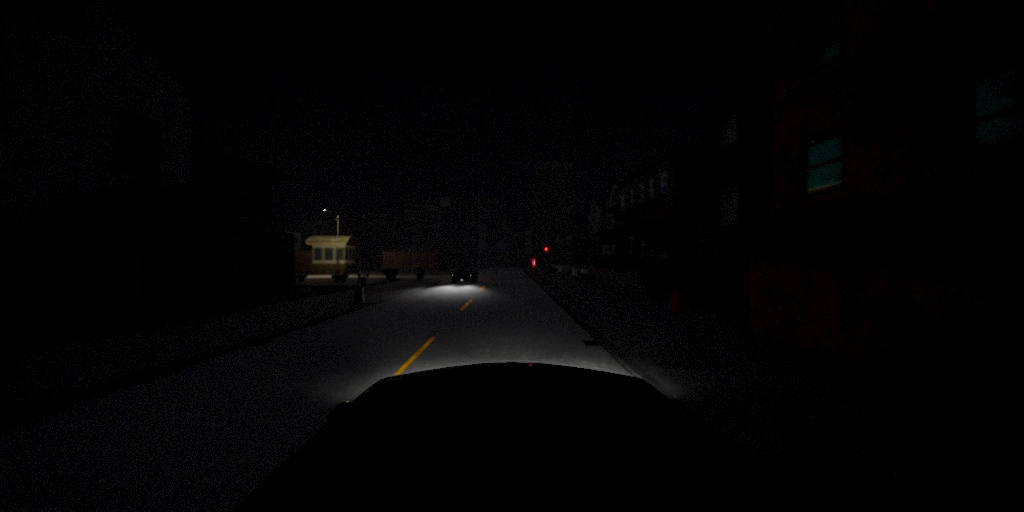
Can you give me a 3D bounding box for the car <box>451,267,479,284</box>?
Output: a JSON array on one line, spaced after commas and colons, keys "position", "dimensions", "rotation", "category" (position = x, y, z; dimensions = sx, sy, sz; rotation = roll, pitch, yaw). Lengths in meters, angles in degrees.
[{"position": [-3.998, 1.621, 30.743], "dimensions": [1.895, 1.301, 4.718], "rotation": [0, -1, 0], "category": "car"}]
